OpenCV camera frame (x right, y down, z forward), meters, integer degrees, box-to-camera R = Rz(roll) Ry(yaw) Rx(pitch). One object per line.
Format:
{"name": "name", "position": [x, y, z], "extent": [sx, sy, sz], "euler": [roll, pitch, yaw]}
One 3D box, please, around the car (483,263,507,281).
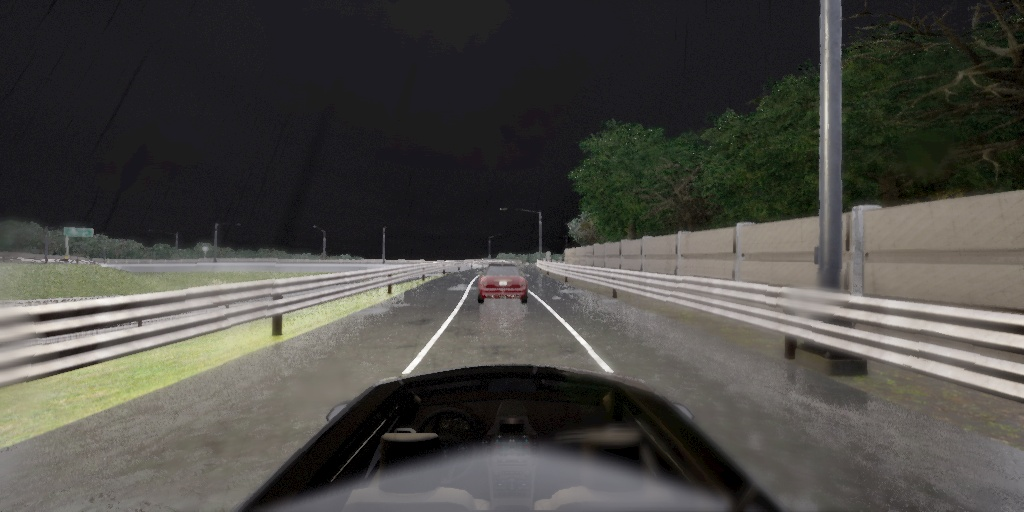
{"name": "car", "position": [-1.513, 1.332, 31.556], "extent": [1.994, 1.385, 4.181], "euler": [0, 0, -2]}

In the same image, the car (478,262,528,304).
{"name": "car", "position": [-0.495, 1.123, 16.593], "extent": [2.097, 1.767, 4.553], "euler": [0, 0, -4]}
